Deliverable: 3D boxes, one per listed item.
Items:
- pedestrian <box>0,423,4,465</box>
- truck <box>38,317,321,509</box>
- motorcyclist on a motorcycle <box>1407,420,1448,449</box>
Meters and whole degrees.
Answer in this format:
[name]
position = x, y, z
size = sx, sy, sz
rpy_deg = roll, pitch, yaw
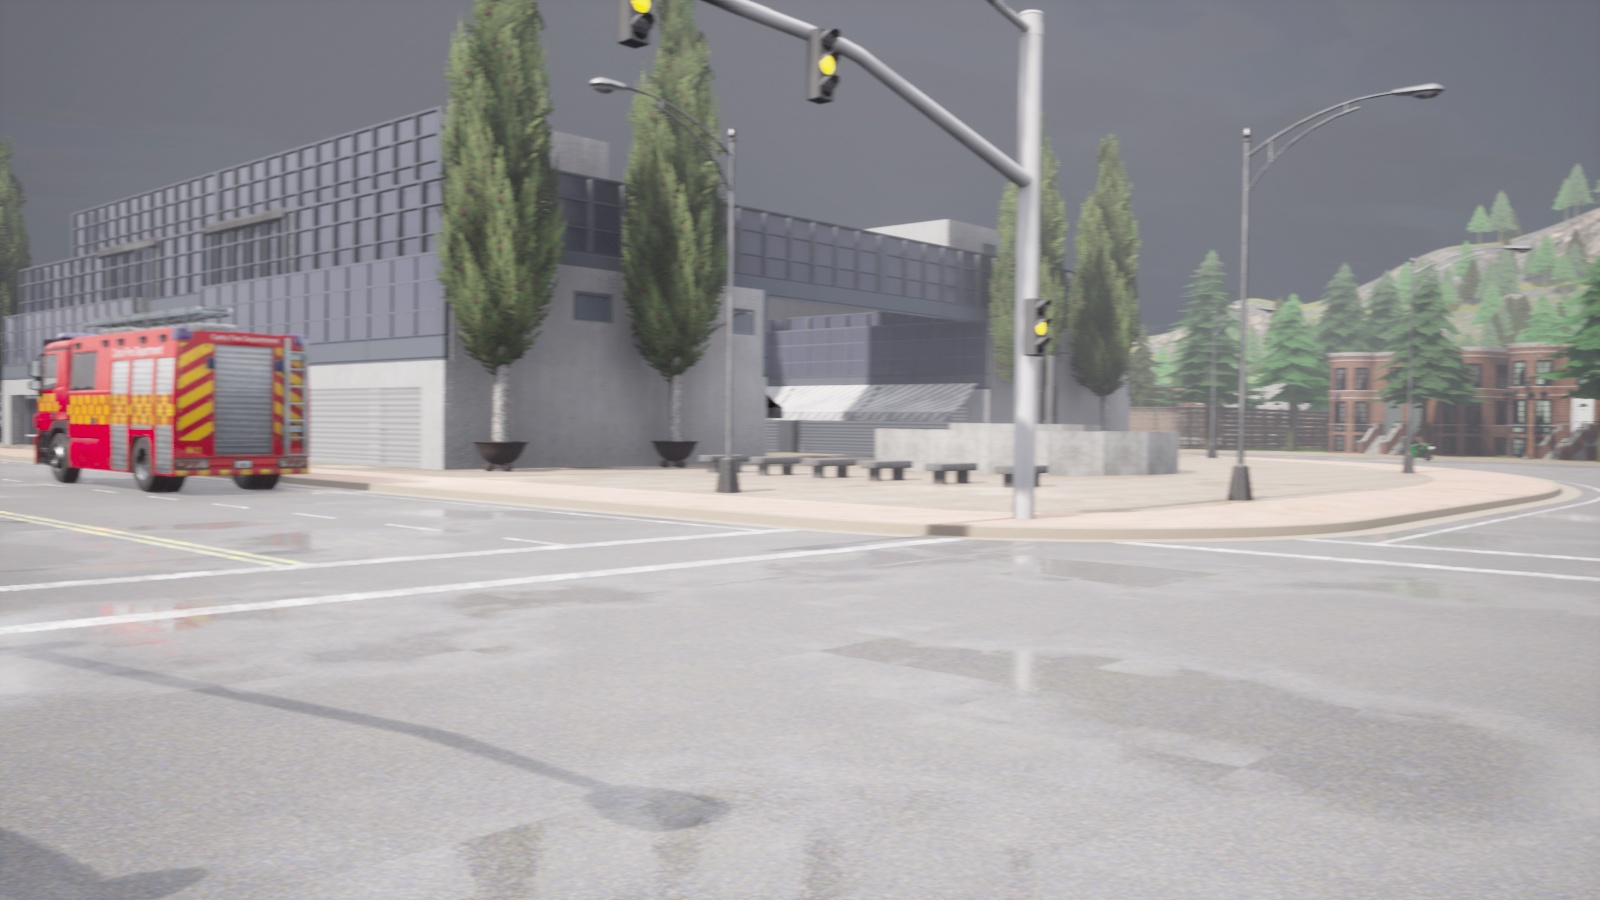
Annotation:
[pedestrian]
position = -35.252, -0.269, 55.075
size = 0.706, 1.836, 0.354
rpy_deg = 0, 1, 40
[truck]
position = -14.482, -0.786, 28.896
size = 8.468, 3.827, 2.891
rpy_deg = 0, 1, 42
[motorcyclist on a motorcycle]
position = 33.902, -0.851, 67.861
size = 0.797, 1.523, 2.044
rpy_deg = -1, 1, -17
